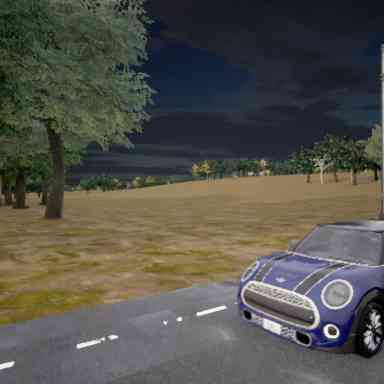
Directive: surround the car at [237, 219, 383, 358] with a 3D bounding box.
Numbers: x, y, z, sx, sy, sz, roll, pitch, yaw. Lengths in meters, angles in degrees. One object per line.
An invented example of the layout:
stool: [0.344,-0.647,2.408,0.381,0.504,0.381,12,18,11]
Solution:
car: [2.982,1.342,6.125,4.553,1.767,2.097,0,0,-36]
